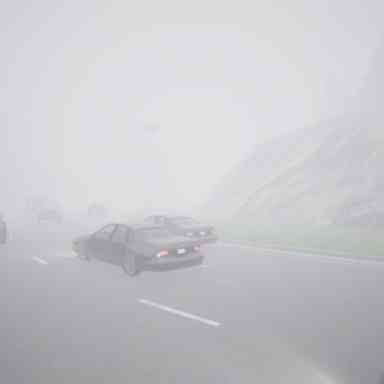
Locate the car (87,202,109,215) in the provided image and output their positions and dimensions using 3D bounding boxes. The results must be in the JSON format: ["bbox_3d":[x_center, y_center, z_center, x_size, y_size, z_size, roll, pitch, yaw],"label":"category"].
[{"bbox_3d":[-10.261,1.896,36.370,1.837,1.490,4.892,0,-1,-8],"label":"car"}]

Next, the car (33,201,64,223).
[{"bbox_3d":[-12.360,1.842,29.249,1.812,1.442,4.674,0,-1,-17],"label":"car"}]

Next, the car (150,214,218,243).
[{"bbox_3d":[-1.202,1.710,15.136,2.033,1.411,5.357,0,-1,-40],"label":"car"}]

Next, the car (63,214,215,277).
[{"bbox_3d":[-1.999,1.665,10.795,2.033,1.411,5.357,0,-1,-43],"label":"car"}]

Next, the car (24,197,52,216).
[{"bbox_3d":[-17.474,1.641,38.684,2.150,2.045,5.566,0,0,-4],"label":"car"}]

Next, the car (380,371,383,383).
[{"bbox_3d":[3.807,1.563,1.401,5.357,1.411,2.033,0,-1,34],"label":"car"}]

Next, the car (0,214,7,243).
[{"bbox_3d":[-10.462,1.532,16.490,2.097,1.767,4.553,0,-1,-32],"label":"car"}]
